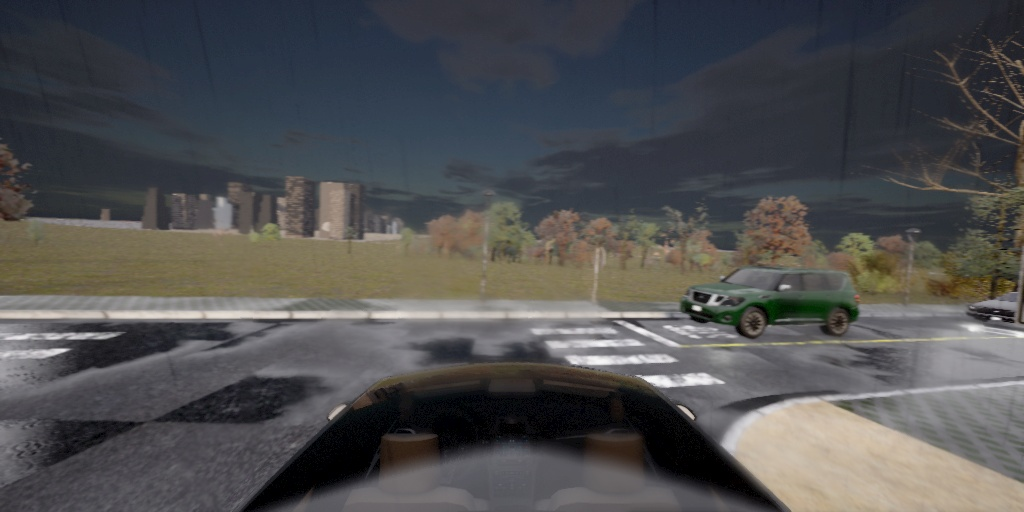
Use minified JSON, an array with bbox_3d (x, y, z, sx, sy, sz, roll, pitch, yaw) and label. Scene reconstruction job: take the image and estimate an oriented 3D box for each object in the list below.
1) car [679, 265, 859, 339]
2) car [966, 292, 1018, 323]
[{"bbox_3d":[8.281,1.348,11.546,5.566,2.045,2.150,3,3,-15],"label":"car"},{"bbox_3d":[22.327,2.286,15.290,5.357,1.411,2.033,3,3,-15],"label":"car"}]
